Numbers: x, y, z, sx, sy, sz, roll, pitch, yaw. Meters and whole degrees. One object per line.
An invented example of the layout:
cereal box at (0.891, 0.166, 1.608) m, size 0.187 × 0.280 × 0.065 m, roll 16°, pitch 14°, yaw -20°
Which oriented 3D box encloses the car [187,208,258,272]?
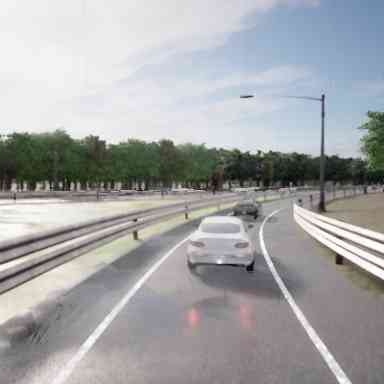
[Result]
car at (0.965, 1.456, 10.549) m, size 1.812 × 1.442 × 4.674 m, roll 0°, pitch 1°, yaw 7°

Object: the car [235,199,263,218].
car at (4.625, 1.282, 26.937) m, size 2.128 × 1.511 × 4.902 m, roll 1°, pitch 1°, yaw 18°
